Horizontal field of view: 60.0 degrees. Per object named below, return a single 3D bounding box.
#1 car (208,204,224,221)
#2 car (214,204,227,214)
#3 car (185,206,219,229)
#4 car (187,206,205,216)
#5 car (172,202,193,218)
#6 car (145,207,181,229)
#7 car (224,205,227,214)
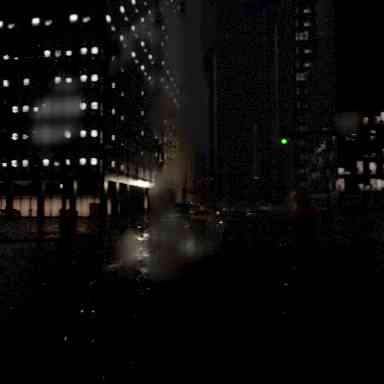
[{"bbox_3d":[2.173,2.278,37.184,2.097,1.767,4.553,-1,-1,8],"label":"car"},{"bbox_3d":[4.979,2.854,57.032,1.882,1.535,5.008,-1,-1,9],"label":"car"},{"bbox_3d":[0.940,2.198,28.308,1.882,1.535,5.008,-1,-1,8],"label":"car"},{"bbox_3d":[0.646,2.781,49.646,2.033,1.411,5.357,-1,-1,8],"label":"car"},{"bbox_3d":[-1.009,2.187,37.907,2.150,2.045,5.566,-1,-1,8],"label":"car"},{"bbox_3d":[-2.451,2.232,27.577,1.837,1.490,4.892,-1,-1,8],"label":"car"},{"bbox_3d":[3.560,2.678,47.068,1.812,1.442,4.674,-1,-1,8],"label":"car"}]
